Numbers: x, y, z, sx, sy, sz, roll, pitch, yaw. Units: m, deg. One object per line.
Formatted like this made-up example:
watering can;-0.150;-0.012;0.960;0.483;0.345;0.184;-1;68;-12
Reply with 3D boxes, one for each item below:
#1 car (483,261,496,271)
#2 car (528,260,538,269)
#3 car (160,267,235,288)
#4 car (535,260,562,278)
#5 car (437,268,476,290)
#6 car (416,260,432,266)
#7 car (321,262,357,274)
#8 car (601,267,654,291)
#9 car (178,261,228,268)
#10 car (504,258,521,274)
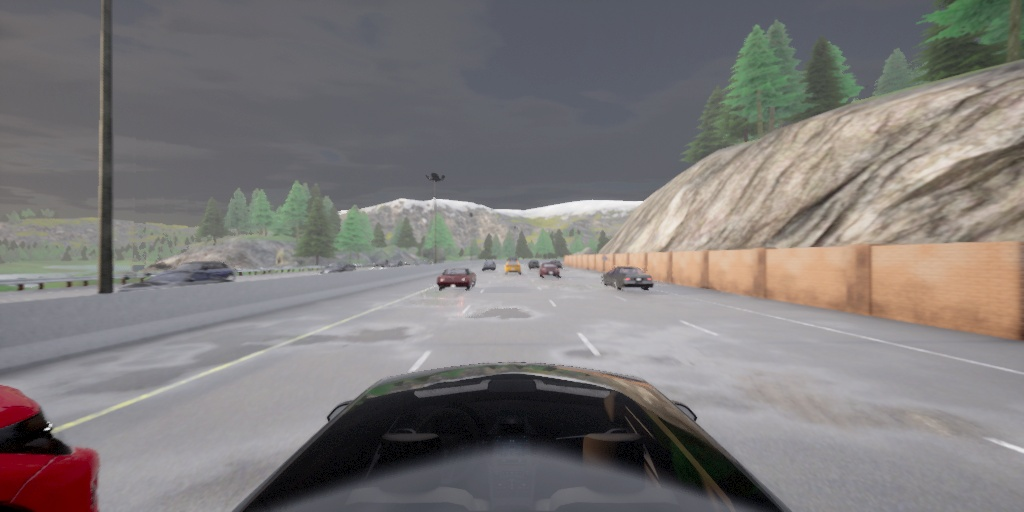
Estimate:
car;-3.369;1.477;54.368;2.033;1.411;5.357;0;0;0
car;3.611;1.451;59.671;1.837;1.490;4.892;0;-1;0
car;-14.091;1.360;15.278;1.994;1.385;4.181;0;0;0
car;3.601;1.391;35.470;1.812;1.442;4.674;0;0;0
car;-3.409;1.423;22.921;1.895;1.301;4.718;0;0;0
car;-14.024;1.449;57.435;1.837;1.490;4.892;0;0;1
car;-17.577;1.360;36.597;2.128;1.511;4.902;0;0;0
car;7.051;1.368;22.413;2.033;1.411;5.357;0;0;0
car;-21.082;1.178;23.986;2.097;1.767;4.553;0;0;0
car;0.109;1.371;43.645;1.882;1.535;5.008;0;-1;0
